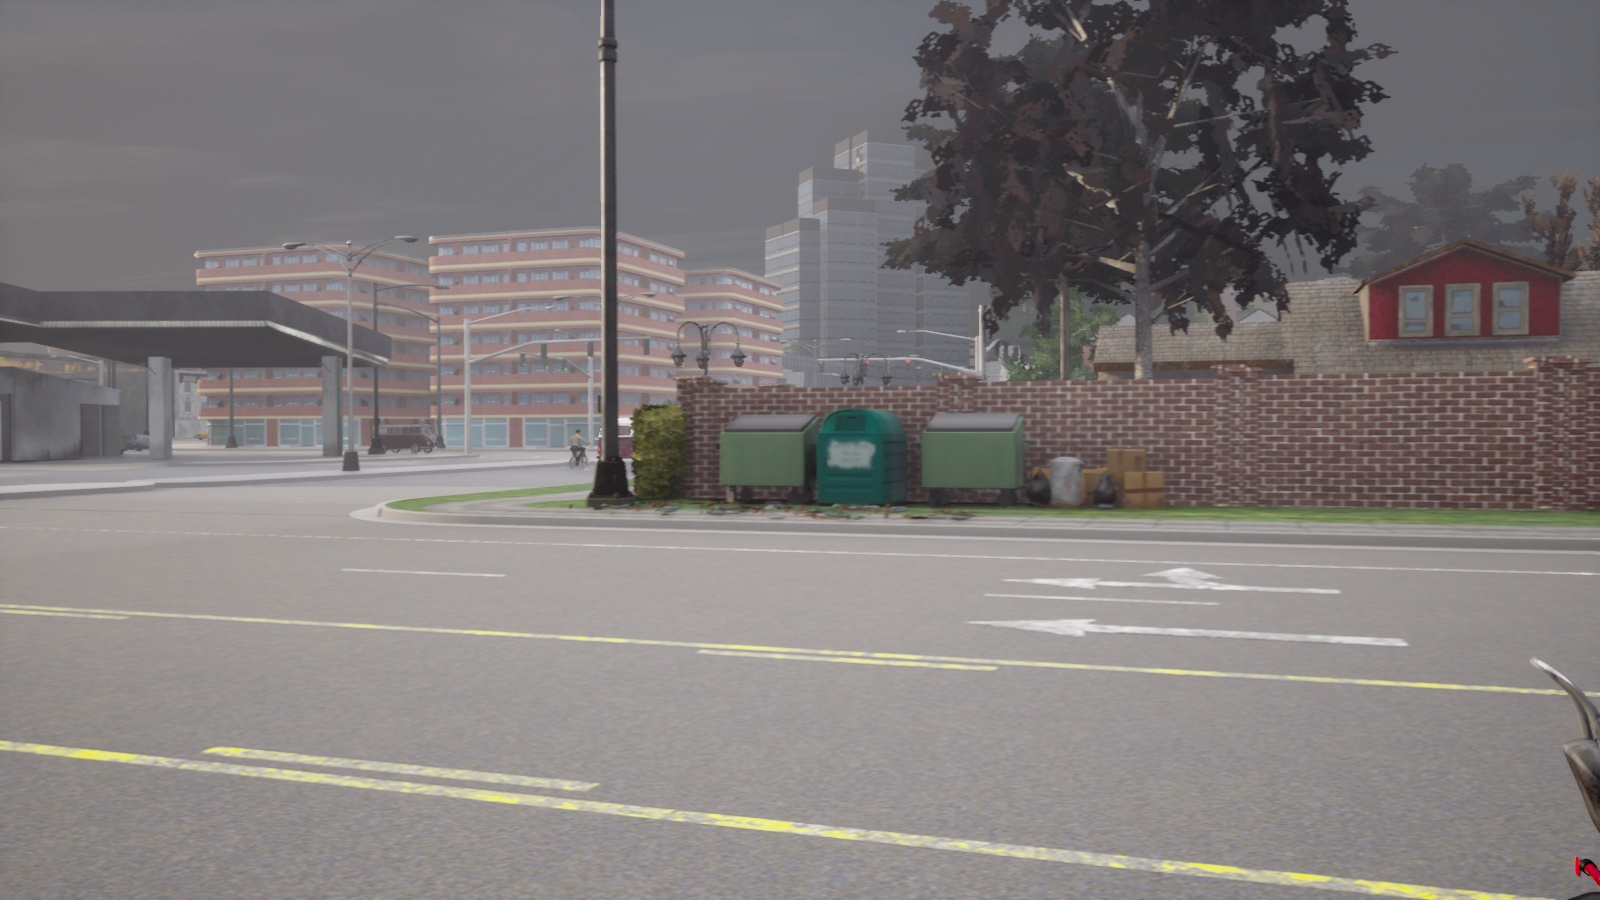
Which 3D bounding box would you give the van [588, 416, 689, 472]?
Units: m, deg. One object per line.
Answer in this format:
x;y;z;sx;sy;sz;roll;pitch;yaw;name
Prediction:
-6.128;-0.267;48.196;2.069;2.038;4.480;1;1;18;van

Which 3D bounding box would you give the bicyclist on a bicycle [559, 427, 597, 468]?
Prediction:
-8.965;-0.111;50.750;0.866;1.612;1.509;1;1;18;bicyclist on a bicycle

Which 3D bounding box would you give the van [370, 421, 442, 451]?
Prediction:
-26.841;-0.949;85.576;4.442;1.987;1.775;1;1;17;van

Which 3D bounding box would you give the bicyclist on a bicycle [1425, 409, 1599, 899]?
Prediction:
2.137;0.732;2.468;1.509;1.612;0.866;1;1;18;bicyclist on a bicycle
